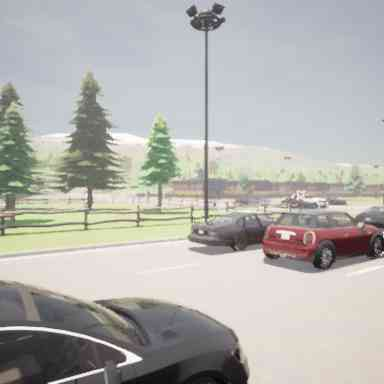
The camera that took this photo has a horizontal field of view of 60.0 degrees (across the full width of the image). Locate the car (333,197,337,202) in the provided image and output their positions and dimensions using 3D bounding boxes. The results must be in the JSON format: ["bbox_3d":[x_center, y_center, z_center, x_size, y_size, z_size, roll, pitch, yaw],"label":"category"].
[{"bbox_3d":[21.498,1.447,56.427,2.097,1.767,4.553,0,0,-35],"label":"car"}]

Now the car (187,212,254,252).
[{"bbox_3d":[2.382,1.566,14.047,5.357,1.411,2.033,0,0,-36],"label":"car"}]

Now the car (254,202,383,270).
[{"bbox_3d":[4.559,1.372,11.301,4.553,1.767,2.097,0,0,-36],"label":"car"}]

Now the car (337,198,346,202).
[{"bbox_3d":[24.336,1.647,58.479,2.033,1.411,5.357,0,0,-35],"label":"car"}]

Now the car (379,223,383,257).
[{"bbox_3d":[7.075,1.546,8.794,4.674,1.442,1.812,0,0,-35],"label":"car"}]

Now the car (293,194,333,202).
[{"bbox_3d":[17.012,1.300,48.579,2.150,2.045,5.566,0,0,-35],"label":"car"}]

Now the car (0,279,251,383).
[{"bbox_3d":[-1.672,1.505,2.556,4.892,1.490,1.837,0,0,-36],"label":"car"}]

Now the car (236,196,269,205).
[{"bbox_3d":[9.206,1.618,53.597,2.033,1.411,5.357,0,0,-35],"label":"car"}]

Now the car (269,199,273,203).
[{"bbox_3d":[11.495,1.430,56.439,2.097,1.767,4.553,0,0,-35],"label":"car"}]

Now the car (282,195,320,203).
[{"bbox_3d":[14.616,1.576,45.892,1.837,1.490,4.892,0,0,-35],"label":"car"}]
